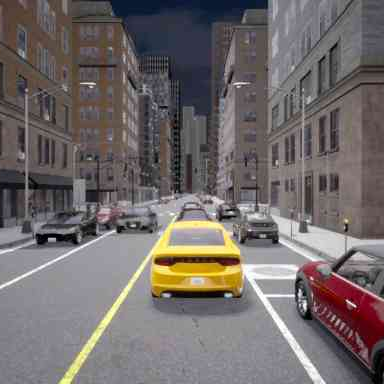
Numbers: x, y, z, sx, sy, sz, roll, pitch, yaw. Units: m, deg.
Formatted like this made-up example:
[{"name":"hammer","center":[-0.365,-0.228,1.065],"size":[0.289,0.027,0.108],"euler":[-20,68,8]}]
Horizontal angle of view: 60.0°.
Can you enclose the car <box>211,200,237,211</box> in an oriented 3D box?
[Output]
[{"name":"car","center":[2.875,1.569,26.627],"size":[1.947,1.339,4.313],"euler":[0,0,0]}]

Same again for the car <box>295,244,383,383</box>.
[{"name":"car","center":[2.859,1.440,4.621],"size":[1.967,1.590,4.097],"euler":[0,0,0]}]

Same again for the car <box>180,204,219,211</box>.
[{"name":"car","center":[0.119,1.565,17.545],"size":[1.994,1.385,4.181],"euler":[0,0,0]}]

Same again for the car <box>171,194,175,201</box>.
[{"name":"car","center":[-5.562,1.616,74.553],"size":[2.008,1.369,4.403],"euler":[0,0,0]}]

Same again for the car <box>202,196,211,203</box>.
[{"name":"car","center":[2.949,1.579,69.296],"size":[1.752,1.417,4.829],"euler":[0,0,0]}]

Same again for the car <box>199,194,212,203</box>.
[{"name":"car","center":[2.934,1.484,63.717],"size":[1.967,1.590,4.097],"euler":[0,0,0]}]

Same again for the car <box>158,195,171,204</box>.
[{"name":"car","center":[-5.590,1.625,63.736],"size":[1.802,1.307,4.206],"euler":[0,0,0]}]

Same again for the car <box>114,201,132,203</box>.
[{"name":"car","center":[-5.651,1.443,26.633],"size":[1.967,1.590,4.097],"euler":[0,0,0]}]

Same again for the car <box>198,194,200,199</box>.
[{"name":"car","center":[2.962,1.616,74.535],"size":[2.008,1.369,4.403],"euler":[0,0,0]}]

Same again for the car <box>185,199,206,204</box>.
[{"name":"car","center":[0.019,1.529,26.356],"size":[1.812,1.442,4.674],"euler":[0,0,2]}]

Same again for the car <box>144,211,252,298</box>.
[{"name":"car","center":[0.100,1.478,8.552],"size":[1.882,1.535,5.008],"euler":[0,0,0]}]

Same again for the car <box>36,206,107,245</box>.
[{"name":"car","center":[-5.658,1.567,15.630],"size":[1.947,1.339,4.313],"euler":[0,0,0]}]

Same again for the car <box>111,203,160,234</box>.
[{"name":"car","center":[-3.056,1.566,19.289],"size":[1.994,1.385,4.181],"euler":[0,0,0]}]

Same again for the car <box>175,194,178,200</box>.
[{"name":"car","center":[-5.523,1.637,90.608],"size":[1.752,1.417,4.829],"euler":[0,0,0]}]

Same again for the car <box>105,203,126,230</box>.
[{"name":"car","center":[-5.655,1.584,21.132],"size":[1.802,1.307,4.206],"euler":[0,0,0]}]

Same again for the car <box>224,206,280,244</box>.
[{"name":"car","center":[2.867,1.552,15.624],"size":[2.008,1.369,4.403],"euler":[0,0,0]}]
